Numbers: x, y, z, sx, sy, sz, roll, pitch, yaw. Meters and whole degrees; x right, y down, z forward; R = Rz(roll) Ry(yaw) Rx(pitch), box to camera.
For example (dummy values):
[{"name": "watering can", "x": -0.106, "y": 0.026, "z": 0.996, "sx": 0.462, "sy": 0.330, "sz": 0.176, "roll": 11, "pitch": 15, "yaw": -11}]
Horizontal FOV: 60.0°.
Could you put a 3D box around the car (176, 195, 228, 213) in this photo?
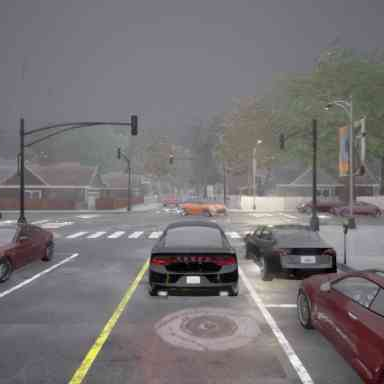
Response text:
[{"name": "car", "x": 1.037, "y": 1.348, "z": 29.397, "sx": 2.097, "sy": 1.767, "sz": 4.553, "roll": 0, "pitch": -1, "yaw": -40}]

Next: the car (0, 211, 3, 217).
[{"name": "car", "x": -17.074, "y": 1.658, "z": 25.851, "sx": 4.181, "sy": 1.385, "sz": 1.994, "roll": 0, "pitch": 0, "yaw": 0}]

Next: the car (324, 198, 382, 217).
[{"name": "car", "x": 14.330, "y": 1.470, "z": 29.343, "sx": 4.181, "sy": 1.385, "sz": 1.994, "roll": 0, "pitch": 0, "yaw": 0}]

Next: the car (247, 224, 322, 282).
[{"name": "car", "x": 2.625, "y": 1.566, "z": 9.601, "sx": 1.947, "sy": 1.339, "sz": 4.313, "roll": 0, "pitch": 0, "yaw": 0}]

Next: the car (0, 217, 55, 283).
[{"name": "car", "x": -5.401, "y": 1.582, "z": 9.585, "sx": 1.802, "sy": 1.307, "sz": 4.206, "roll": 0, "pitch": 0, "yaw": 0}]

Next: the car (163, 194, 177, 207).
[{"name": "car", "x": -3.213, "y": 1.251, "z": 51.053, "sx": 2.150, "sy": 2.045, "sz": 5.566, "roll": 0, "pitch": -1, "yaw": 0}]

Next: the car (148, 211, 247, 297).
[{"name": "car", "x": 0.048, "y": 1.478, "z": 8.648, "sx": 1.882, "sy": 1.535, "sz": 5.008, "roll": 0, "pitch": 0, "yaw": 1}]

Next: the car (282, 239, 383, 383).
[{"name": "car", "x": 2.634, "y": 1.582, "z": 4.083, "sx": 1.802, "sy": 1.307, "sz": 4.206, "roll": 0, "pitch": 0, "yaw": 0}]

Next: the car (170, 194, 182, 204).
[{"name": "car", "x": -3.207, "y": 1.396, "z": 66.695, "sx": 2.097, "sy": 1.767, "sz": 4.553, "roll": 0, "pitch": 0, "yaw": 0}]

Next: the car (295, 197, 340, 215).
[{"name": "car", "x": 12.538, "y": 1.267, "z": 32.592, "sx": 4.553, "sy": 1.767, "sz": 2.097, "roll": 0, "pitch": 0, "yaw": 0}]
